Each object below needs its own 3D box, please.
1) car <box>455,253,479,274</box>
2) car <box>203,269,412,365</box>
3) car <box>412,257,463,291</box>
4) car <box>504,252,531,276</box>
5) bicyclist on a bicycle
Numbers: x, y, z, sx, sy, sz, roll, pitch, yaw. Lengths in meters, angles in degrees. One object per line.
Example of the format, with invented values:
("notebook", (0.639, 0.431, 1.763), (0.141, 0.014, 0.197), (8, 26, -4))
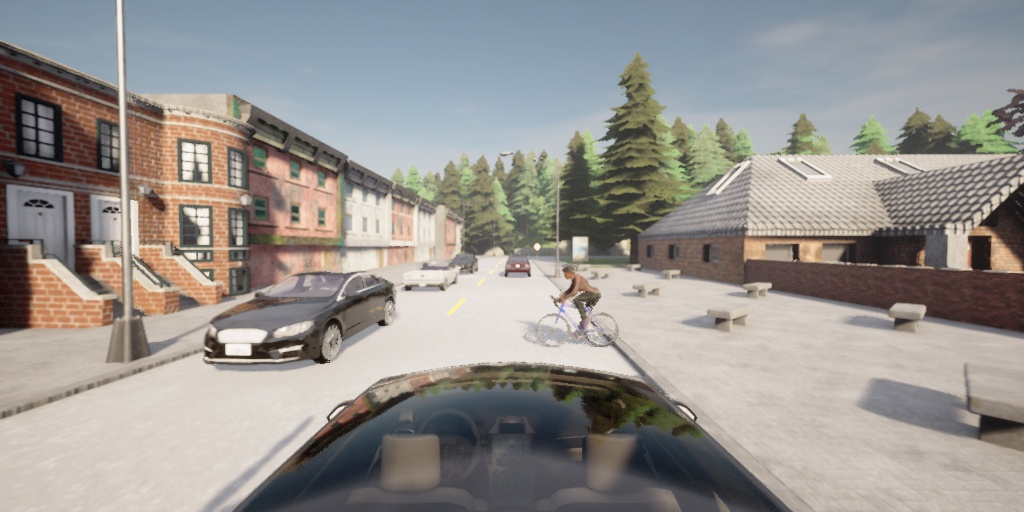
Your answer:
("car", (-3.719, 0.543, 28.127), (1.837, 1.490, 4.892), (0, 2, 1))
("car", (-4.038, 1.071, 7.782), (2.128, 1.511, 4.902), (0, 1, 1))
("car", (-3.898, 0.910, 17.934), (1.895, 1.301, 4.718), (0, 2, 1))
("car", (0.420, 0.648, 26.145), (2.033, 1.411, 5.357), (0, 2, 1))
("bicyclist on a bicycle", (1.290, 1.021, 7.137), (1.656, 1.620, 0.582), (-1, 1, 1))
